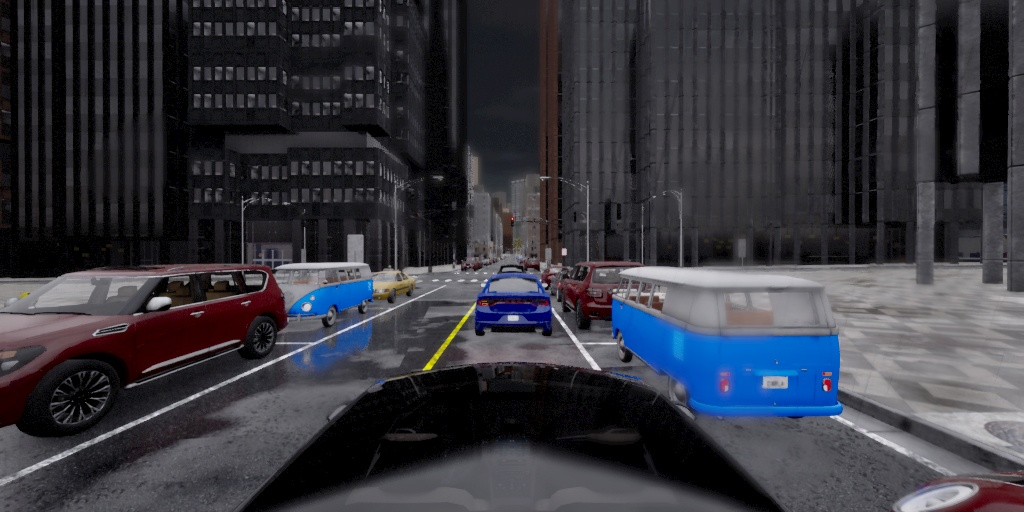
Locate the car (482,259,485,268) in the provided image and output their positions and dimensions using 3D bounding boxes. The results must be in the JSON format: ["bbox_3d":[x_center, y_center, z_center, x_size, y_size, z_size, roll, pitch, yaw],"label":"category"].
[{"bbox_3d":[-5.762,1.090,54.882,2.192,1.841,5.009,0,0,0],"label":"car"}]

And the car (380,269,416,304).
[{"bbox_3d":[-5.763,1.276,16.505,1.751,1.417,4.829,0,0,0],"label":"car"}]

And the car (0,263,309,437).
[{"bbox_3d":[-5.765,1.064,5.626,2.192,1.841,5.009,0,0,0],"label":"car"}]

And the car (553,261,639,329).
[{"bbox_3d":[2.766,1.065,11.138,2.192,1.841,5.009,0,0,0],"label":"car"}]

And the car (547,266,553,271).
[{"bbox_3d":[2.764,1.301,16.663,2.007,1.370,4.403,0,0,0],"label":"car"}]

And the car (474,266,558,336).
[{"bbox_3d":[0.059,1.228,10.426,1.882,1.535,5.008,0,0,1],"label":"car"}]

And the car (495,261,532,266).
[{"bbox_3d":[0.001,1.257,20.797,1.837,1.490,4.892,0,0,0],"label":"car"}]

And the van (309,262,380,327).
[{"bbox_3d":[-5.764,1.091,11.151,1.690,1.789,3.998,0,0,0],"label":"van"}]

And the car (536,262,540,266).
[{"bbox_3d":[2.763,1.297,22.189,1.888,1.381,4.507,0,0,0],"label":"car"}]

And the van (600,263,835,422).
[{"bbox_3d":[2.767,1.091,5.612,1.690,1.789,3.998,0,0,0],"label":"van"}]

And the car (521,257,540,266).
[{"bbox_3d":[2.763,1.084,49.229,2.192,1.841,5.009,0,0,0],"label":"car"}]

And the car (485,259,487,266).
[{"bbox_3d":[-5.762,1.348,60.525,1.948,1.339,4.313,0,0,0],"label":"car"}]

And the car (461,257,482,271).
[{"bbox_3d":[-5.762,1.084,49.239,2.192,1.841,5.009,0,0,0],"label":"car"}]
